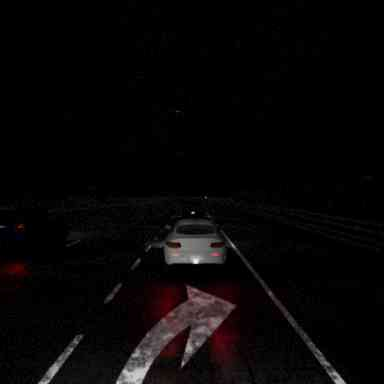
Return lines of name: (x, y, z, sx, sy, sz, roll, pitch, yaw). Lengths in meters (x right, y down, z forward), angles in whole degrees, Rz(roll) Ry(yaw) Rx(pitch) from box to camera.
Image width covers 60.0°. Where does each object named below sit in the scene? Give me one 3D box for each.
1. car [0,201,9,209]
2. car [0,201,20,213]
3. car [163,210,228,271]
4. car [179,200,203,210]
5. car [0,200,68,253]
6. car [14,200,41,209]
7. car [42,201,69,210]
car: (-31.551, 2.127, 53.172, 1.895, 1.301, 4.718, 0, -1, 1)
car: (-24.595, 1.881, 42.758, 2.033, 1.411, 5.357, 0, -1, 0)
car: (0.096, 1.544, 10.907, 1.812, 1.442, 4.674, 0, 0, 0)
car: (0.088, 1.714, 29.512, 1.994, 1.385, 4.181, 0, -1, 0)
car: (-6.906, 1.381, 13.882, 2.097, 1.767, 4.553, 0, 0, 0)
car: (-28.053, 2.097, 57.045, 2.128, 1.511, 4.902, 0, -1, 1)
car: (-21.038, 2.041, 51.543, 2.033, 1.411, 5.357, 0, -1, 1)
